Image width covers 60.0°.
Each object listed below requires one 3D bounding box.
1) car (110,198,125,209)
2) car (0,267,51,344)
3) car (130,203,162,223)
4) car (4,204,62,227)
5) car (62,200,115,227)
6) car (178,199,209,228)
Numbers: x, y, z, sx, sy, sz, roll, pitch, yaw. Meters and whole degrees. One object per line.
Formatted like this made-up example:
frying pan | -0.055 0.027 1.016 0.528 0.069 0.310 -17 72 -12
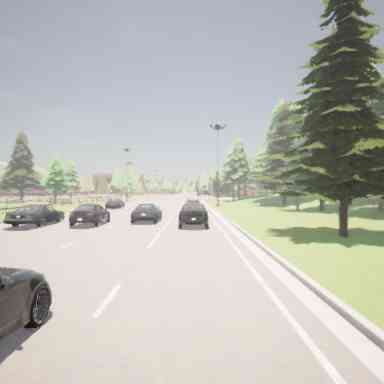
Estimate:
car | -10.401 1.550 45.180 1.994 1.385 4.181 0 0 0
car | -3.399 1.524 3.978 1.812 1.442 4.674 0 0 0
car | -3.401 1.557 25.296 1.994 1.385 4.181 0 0 0
car | -10.401 1.540 22.396 2.033 1.411 5.357 0 0 0
car | -6.900 1.519 22.734 1.812 1.442 4.674 0 0 0
car | 0.098 1.471 22.336 1.882 1.535 5.008 0 0 0
